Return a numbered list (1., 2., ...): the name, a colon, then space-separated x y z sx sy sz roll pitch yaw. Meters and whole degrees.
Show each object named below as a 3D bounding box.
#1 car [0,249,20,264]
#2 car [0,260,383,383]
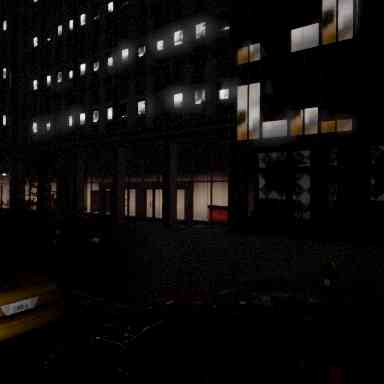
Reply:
1. car: -4.215 1.524 5.888 4.829 1.417 1.752 0 1 36
2. car: 0.543 1.440 2.478 4.097 1.590 1.967 0 1 36
